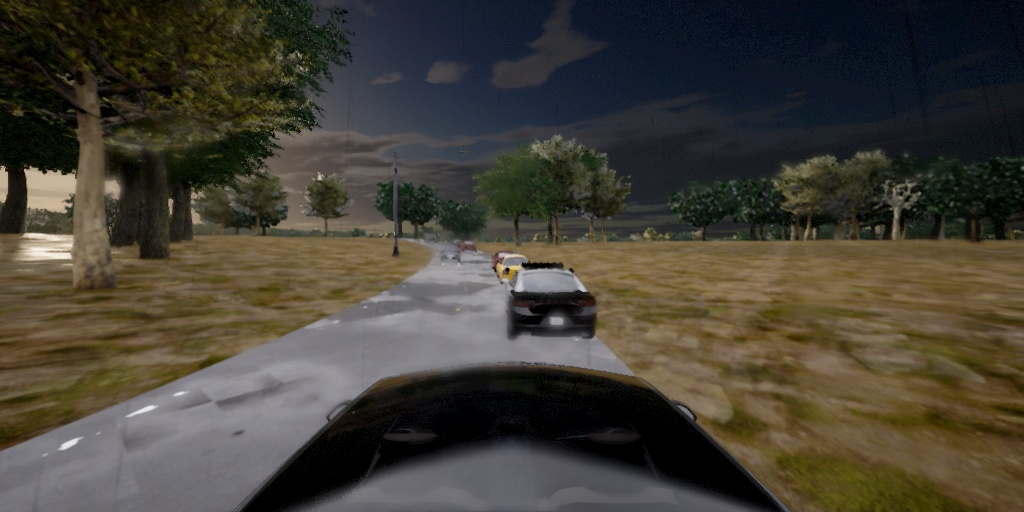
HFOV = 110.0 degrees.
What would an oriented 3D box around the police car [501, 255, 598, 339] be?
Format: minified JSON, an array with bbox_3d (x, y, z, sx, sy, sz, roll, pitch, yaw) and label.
[{"bbox_3d":[0.777,0.956,9.450,1.930,1.638,5.238,0,2,-2],"label":"police car"}]

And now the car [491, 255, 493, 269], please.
[{"bbox_3d":[-0.475,0.320,25.460,1.812,1.442,4.674,-1,2,-7],"label":"car"}]

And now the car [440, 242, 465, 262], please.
[{"bbox_3d":[-5.924,-0.246,34.806,2.128,1.511,4.902,0,4,-10],"label":"car"}]

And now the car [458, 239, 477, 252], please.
[{"bbox_3d":[-6.237,-1.361,51.434,1.882,1.535,5.008,0,3,-14],"label":"car"}]

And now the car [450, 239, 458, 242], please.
[{"bbox_3d":[-9.692,-2.235,63.601,1.837,1.490,4.892,0,4,-20],"label":"car"}]

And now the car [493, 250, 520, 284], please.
[{"bbox_3d":[0.113,0.562,19.606,1.801,1.575,5.366,-2,4,-5],"label":"car"}]
